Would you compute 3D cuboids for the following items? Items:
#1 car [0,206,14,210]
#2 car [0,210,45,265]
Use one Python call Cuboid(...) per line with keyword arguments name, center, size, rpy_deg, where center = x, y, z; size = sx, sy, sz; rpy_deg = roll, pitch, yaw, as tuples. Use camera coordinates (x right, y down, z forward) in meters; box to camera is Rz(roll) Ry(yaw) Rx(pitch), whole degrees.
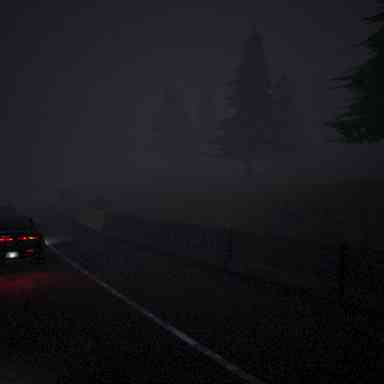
Cuboid(name="car", center=(-12.731, 1.615, 22.252), size=(2.033, 1.411, 5.357), rpy_deg=(0, 0, -28))
Cuboid(name="car", center=(-6.208, 1.535, 11.234), size=(1.837, 1.490, 4.892), rpy_deg=(0, -1, -32))
